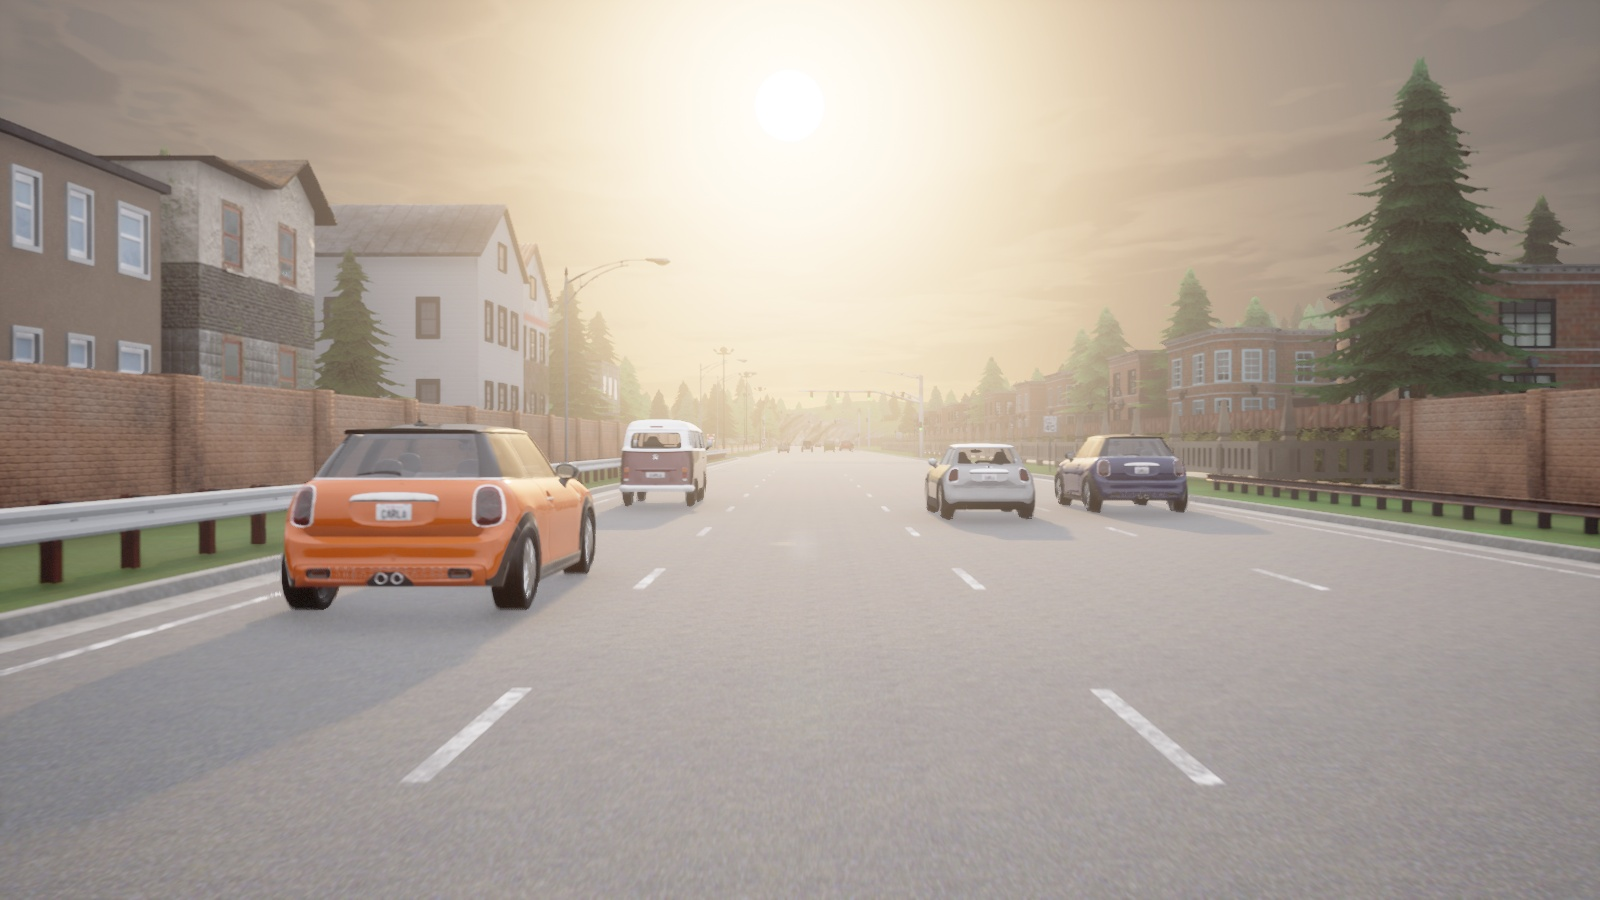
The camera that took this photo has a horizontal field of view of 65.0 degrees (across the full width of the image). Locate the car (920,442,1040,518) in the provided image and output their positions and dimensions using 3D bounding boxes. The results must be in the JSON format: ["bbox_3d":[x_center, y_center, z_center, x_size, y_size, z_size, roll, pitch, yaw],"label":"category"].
[{"bbox_3d":[3.664,0.567,26.147,1.970,1.475,3.806,0,0,0],"label":"car"}]

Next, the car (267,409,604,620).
[{"bbox_3d":[-3.412,0.530,12.819,2.097,1.767,4.553,0,0,0],"label":"car"}]

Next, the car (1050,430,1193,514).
[{"bbox_3d":[7.178,0.450,28.562,2.097,1.767,4.553,0,0,0],"label":"car"}]

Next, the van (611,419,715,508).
[{"bbox_3d":[-3.307,0.292,31.125,2.069,2.038,4.480,0,0,0],"label":"van"}]
